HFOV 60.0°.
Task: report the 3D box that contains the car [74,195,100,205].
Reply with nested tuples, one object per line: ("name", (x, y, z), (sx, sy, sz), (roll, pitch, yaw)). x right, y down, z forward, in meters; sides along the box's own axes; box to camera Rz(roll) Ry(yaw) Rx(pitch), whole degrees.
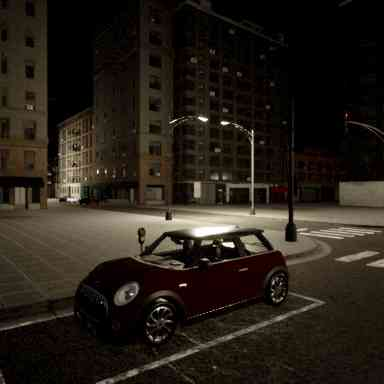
("car", (-15.842, 1.220, 51.149), (2.128, 1.511, 4.902), (0, 0, -38))

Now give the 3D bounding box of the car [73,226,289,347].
("car", (-0.052, 1.440, 6.265), (4.097, 1.590, 1.967), (0, 0, -38))

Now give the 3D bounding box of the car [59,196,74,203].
("car", (-22.165, 1.274, 59.248), (1.895, 1.301, 4.718), (0, 0, -39))
